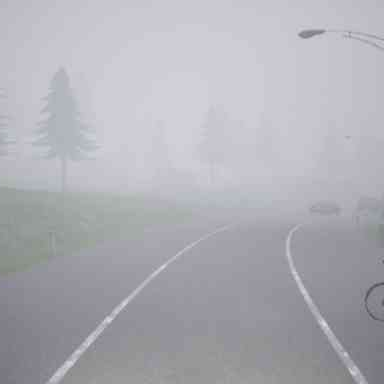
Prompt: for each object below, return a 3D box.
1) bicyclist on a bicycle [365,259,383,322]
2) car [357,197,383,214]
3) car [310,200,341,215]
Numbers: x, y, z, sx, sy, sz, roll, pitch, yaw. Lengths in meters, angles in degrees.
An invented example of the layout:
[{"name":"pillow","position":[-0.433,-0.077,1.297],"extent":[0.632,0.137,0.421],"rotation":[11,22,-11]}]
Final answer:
[{"name":"bicyclist on a bicycle","position":[3.675,1.361,5.401],"extent":[1.656,1.620,0.582],"rotation":[0,1,8]},{"name":"car","position":[23.153,1.711,42.135],"extent":[5.566,2.045,2.150],"rotation":[4,1,-35]},{"name":"car","position":[13.537,1.562,33.602],"extent":[1.994,1.385,4.181],"rotation":[3,1,42]}]
